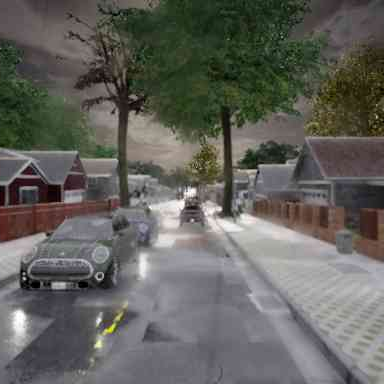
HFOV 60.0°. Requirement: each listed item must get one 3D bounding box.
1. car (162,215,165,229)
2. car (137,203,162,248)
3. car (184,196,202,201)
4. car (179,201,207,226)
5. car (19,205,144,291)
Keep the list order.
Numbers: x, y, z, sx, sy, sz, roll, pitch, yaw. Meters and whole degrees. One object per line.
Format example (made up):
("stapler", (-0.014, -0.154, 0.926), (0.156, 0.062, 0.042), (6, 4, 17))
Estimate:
("car", (-2.801, 1.739, 20.369), (1.895, 1.301, 4.718), (0, 0, 0))
("car", (-2.745, 1.450, 15.300), (2.097, 1.767, 4.553), (0, 0, 0))
("car", (0.100, 1.586, 43.428), (2.150, 2.045, 5.566), (0, -1, 0))
("car", (0.051, 1.686, 25.092), (1.837, 1.490, 4.892), (0, 0, 1))
("car", (-2.826, 1.408, 9.317), (2.097, 1.767, 4.553), (0, 0, 0))
